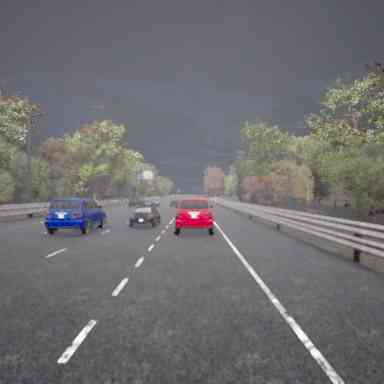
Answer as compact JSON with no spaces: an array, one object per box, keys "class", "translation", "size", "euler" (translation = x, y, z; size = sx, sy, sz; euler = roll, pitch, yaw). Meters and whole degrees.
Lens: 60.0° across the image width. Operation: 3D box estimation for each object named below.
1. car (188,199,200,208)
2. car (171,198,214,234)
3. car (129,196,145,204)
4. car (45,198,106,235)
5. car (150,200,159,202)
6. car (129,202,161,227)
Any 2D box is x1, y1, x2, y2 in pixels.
[{"class":"car","translation":[0.370,2.040,58.964],"size":[1.994,1.385,4.181],"euler":[0,0,0]},{"class":"car","translation":[0.127,1.385,20.352],"size":[2.150,2.045,5.566],"euler":[0,0,0]},{"class":"car","translation":[-10.115,1.709,61.021],"size":[2.150,2.045,5.566],"euler":[0,-1,0]},{"class":"car","translation":[-6.873,1.384,20.163],"size":[2.150,2.045,5.566],"euler":[0,0,0]},{"class":"car","translation":[-6.628,2.079,59.161],"size":[1.895,1.301,4.718],"euler":[0,0,0]},{"class":"car","translation":[-3.358,1.720,24.294],"size":[1.812,1.442,4.674],"euler":[0,0,0]}]
